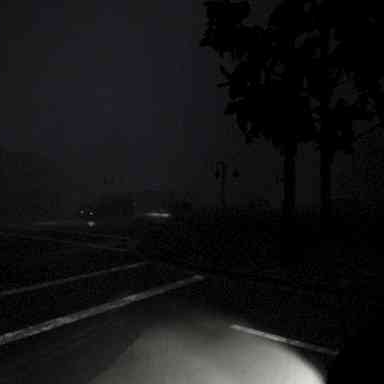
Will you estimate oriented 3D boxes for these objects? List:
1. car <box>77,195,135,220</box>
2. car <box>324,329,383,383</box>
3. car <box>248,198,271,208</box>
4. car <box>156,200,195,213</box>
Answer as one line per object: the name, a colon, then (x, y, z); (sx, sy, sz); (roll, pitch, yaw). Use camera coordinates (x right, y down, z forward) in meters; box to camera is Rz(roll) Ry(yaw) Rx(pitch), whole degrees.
car: (-7.555, 1.339, 29.868); (2.150, 2.045, 5.566); (0, 0, 35)
car: (2.921, 1.557, 1.890); (4.181, 1.385, 1.994); (0, 0, 36)
car: (10.075, 1.649, 49.422); (2.033, 1.411, 5.357); (0, 0, 32)
car: (-1.802, 1.665, 38.366); (2.033, 1.411, 5.357); (0, 0, 34)
